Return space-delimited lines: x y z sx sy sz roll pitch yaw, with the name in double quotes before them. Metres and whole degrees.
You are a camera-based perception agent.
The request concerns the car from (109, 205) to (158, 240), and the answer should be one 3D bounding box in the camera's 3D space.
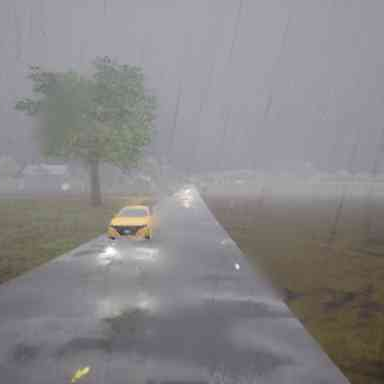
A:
"car" -2.845 1.449 17.057 1.882 1.535 5.008 0 0 0
